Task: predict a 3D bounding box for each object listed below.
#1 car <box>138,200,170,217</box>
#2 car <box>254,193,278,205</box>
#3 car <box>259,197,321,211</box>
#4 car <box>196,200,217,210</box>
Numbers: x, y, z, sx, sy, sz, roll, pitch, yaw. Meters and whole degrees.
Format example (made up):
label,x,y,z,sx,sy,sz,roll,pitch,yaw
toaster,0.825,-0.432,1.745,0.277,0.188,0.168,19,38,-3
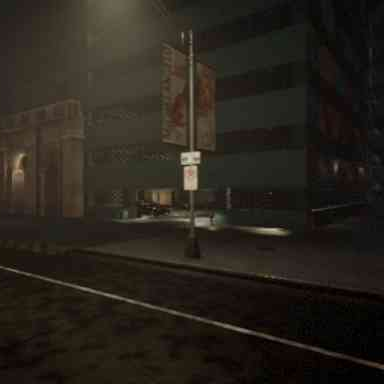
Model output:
label,x,y,z,sx,sy,sz,roll,pitch,yaw
car,-4.193,1.512,30.574,4.786,1.482,2.161,0,0,35
car,12.900,1.131,55.352,5.566,2.045,2.435,0,0,35
car,8.136,1.362,26.866,4.674,1.452,2.002,0,0,35
car,2.866,1.560,39.789,4.718,1.301,1.895,0,0,35
